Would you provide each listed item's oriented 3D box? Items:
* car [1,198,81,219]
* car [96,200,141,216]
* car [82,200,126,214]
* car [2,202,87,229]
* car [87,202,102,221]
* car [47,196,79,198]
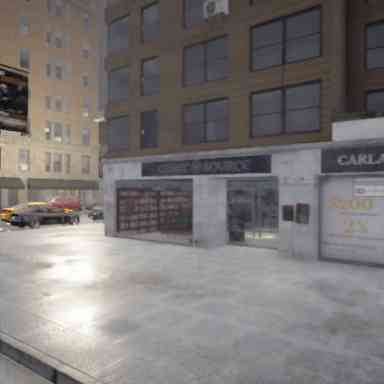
[{"bbox_3d":[-10.915,1.483,23.953,1.882,1.535,5.008,0,0,37],"label":"car"},{"bbox_3d":[-7.376,1.556,33.673,1.994,1.385,4.181,0,0,36],"label":"car"},{"bbox_3d":[-9.282,1.546,35.372,1.947,1.339,4.313,0,0,36],"label":"car"},{"bbox_3d":[-9.386,1.584,21.493,1.947,1.339,4.313,0,0,36],"label":"car"},{"bbox_3d":[-6.078,1.569,26.087,2.008,1.369,4.403,0,0,36],"label":"car"},{"bbox_3d":[-12.589,1.295,30.776,2.192,1.841,5.009,0,0,36],"label":"car"}]
